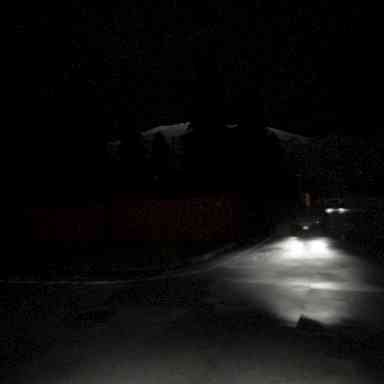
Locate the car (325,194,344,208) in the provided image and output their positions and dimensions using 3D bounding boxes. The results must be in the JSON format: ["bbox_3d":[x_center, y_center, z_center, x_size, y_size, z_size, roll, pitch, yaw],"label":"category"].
[{"bbox_3d":[20.425,1.263,47.629,2.150,2.045,5.566,-3,-2,25],"label":"car"}]

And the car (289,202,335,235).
[{"bbox_3d":[6.933,1.585,19.468,2.128,1.511,4.902,-3,-1,26],"label":"car"}]
